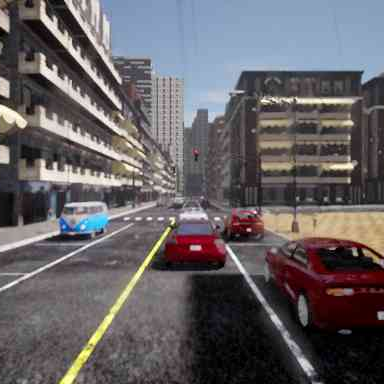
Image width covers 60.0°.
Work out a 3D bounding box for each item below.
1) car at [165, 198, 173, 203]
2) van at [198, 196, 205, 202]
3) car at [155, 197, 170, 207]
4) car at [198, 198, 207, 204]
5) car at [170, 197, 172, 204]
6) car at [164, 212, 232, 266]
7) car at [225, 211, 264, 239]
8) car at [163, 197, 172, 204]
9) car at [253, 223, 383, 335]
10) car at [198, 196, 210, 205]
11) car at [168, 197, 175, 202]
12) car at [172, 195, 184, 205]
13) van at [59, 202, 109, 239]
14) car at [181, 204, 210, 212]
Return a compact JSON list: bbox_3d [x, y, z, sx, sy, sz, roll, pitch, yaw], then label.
[{"bbox_3d":[-5.713,2.168,83.469,1.802,1.307,4.206,-1,0,0],"label":"car"},{"bbox_3d":[2.663,2.012,94.522,1.690,1.788,3.998,-1,0,0],"label":"van"},{"bbox_3d":[-5.708,1.971,61.359,2.008,1.369,4.403,0,0,0],"label":"car"},{"bbox_3d":[2.668,2.136,83.465,2.008,1.369,4.403,-1,0,0],"label":"car"},{"bbox_3d":[-5.710,2.027,66.886,1.947,1.339,4.313,0,0,0],"label":"car"},{"bbox_3d":[0.101,1.641,11.904,1.994,1.385,4.181,0,0,0],"label":"car"},{"bbox_3d":[2.679,1.662,17.884,1.887,1.381,4.507,0,0,0],"label":"car"},{"bbox_3d":[-5.713,1.984,77.942,1.967,1.590,4.097,-1,0,0],"label":"car"},{"bbox_3d":[2.681,1.589,6.833,1.887,1.381,4.507,0,0,0],"label":"car"},{"bbox_3d":[2.669,1.901,66.883,1.967,1.590,4.097,-1,0,0],"label":"car"},{"bbox_3d":[-5.715,2.195,94.355,1.752,1.417,4.829,-1,0,0],"label":"car"},{"bbox_3d":[-3.014,1.747,74.970,2.150,2.045,5.566,0,0,0],"label":"car"},{"bbox_3d":[-5.703,1.458,17.885,1.690,1.788,3.998,0,0,0],"label":"van"},{"bbox_3d":[0.107,1.760,24.171,1.895,1.301,4.718,0,0,1],"label":"car"}]
